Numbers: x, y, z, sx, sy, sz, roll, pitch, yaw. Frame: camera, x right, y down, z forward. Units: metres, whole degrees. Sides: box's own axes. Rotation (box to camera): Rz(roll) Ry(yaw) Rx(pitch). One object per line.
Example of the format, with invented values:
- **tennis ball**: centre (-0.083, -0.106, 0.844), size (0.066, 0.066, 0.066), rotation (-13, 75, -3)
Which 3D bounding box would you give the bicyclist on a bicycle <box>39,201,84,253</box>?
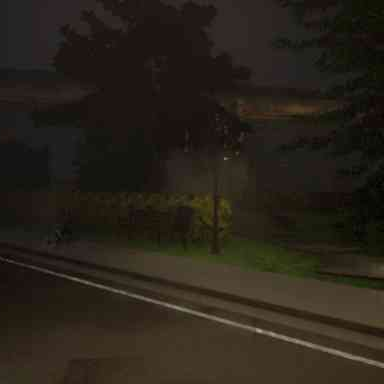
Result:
- **bicyclist on a bicycle**: centre (-4.215, 1.118, 10.869), size (0.582, 1.620, 1.656), rotation (1, 0, 35)
